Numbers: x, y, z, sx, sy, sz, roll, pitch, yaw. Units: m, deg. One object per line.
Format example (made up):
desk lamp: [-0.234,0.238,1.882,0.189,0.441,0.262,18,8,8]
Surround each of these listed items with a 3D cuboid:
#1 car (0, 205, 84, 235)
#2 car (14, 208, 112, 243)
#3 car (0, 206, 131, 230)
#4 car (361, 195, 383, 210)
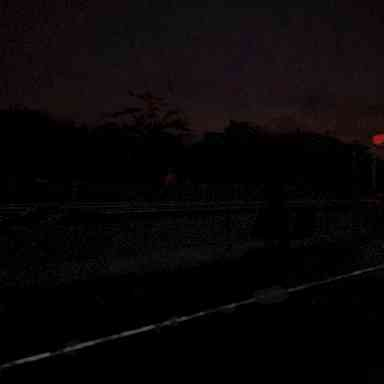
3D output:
car: [-8.835,1.530,19.187,4.674,1.442,1.812,0,0,-35]
car: [-6.402,1.569,16.624,4.181,1.385,1.994,0,0,-36]
car: [-4.867,1.482,13.418,5.008,1.535,1.882,0,0,-35]
car: [23.924,1.398,42.549,5.566,2.045,2.150,1,0,-35]
